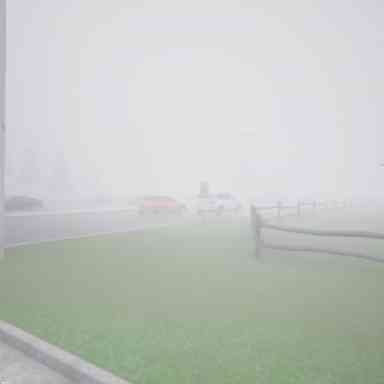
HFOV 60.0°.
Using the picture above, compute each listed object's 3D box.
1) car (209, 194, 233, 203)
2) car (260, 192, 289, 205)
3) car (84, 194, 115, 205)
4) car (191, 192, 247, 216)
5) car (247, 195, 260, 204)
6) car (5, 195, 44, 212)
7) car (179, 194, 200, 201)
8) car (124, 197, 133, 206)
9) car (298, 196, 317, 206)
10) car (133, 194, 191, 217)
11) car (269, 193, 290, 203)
[{"bbox_3d":[5.270,1.059,59.920,2.128,1.511,4.902,1,0,36],"label":"car"},{"bbox_3d":[12.909,0.955,50.698,2.150,2.045,5.566,1,1,36],"label":"car"},{"bbox_3d":[-12.808,0.993,46.475,1.812,1.442,4.674,1,0,35],"label":"car"},{"bbox_3d":[2.430,1.007,29.539,2.150,2.045,5.566,1,1,35],"label":"car"},{"bbox_3d":[10.592,1.229,53.465,2.033,1.411,5.357,1,1,36],"label":"car"},{"bbox_3d":[-15.880,1.048,29.798,1.882,1.535,5.008,1,1,35],"label":"car"},{"bbox_3d":[-0.468,1.031,63.928,1.994,1.385,4.181,1,1,36],"label":"car"},{"bbox_3d":[-6.621,1.060,43.111,2.128,1.511,4.902,1,0,35],"label":"car"},{"bbox_3d":[17.889,1.308,51.591,1.812,1.442,4.674,1,1,36],"label":"car"},{"bbox_3d":[-2.466,1.088,28.605,2.097,1.767,4.553,1,1,35],"label":"car"},{"bbox_3d":[16.111,1.034,61.182,2.097,1.767,4.553,1,1,36],"label":"car"}]
